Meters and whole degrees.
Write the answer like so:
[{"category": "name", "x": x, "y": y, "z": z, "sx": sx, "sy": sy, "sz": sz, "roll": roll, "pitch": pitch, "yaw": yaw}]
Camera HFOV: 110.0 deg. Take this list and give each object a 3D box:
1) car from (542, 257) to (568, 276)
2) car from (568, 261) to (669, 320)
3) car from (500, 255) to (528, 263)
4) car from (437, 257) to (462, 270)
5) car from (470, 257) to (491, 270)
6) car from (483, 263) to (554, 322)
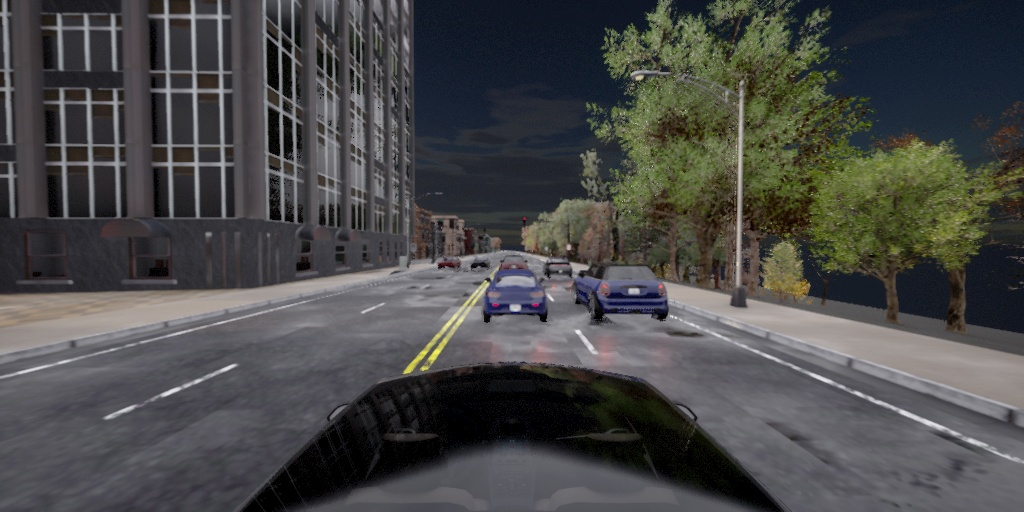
[{"category": "car", "x": 3.384, "y": 0.827, "z": 27.219, "sx": 2.128, "sy": 1.511, "sz": 4.902, "roll": 0, "pitch": 1, "yaw": 0}, {"category": "car", "x": 3.353, "y": 0.937, "z": 11.938, "sx": 2.097, "sy": 1.767, "sz": 4.553, "roll": 0, "pitch": 1, "yaw": 0}, {"category": "car", "x": 0.131, "y": 0.693, "z": 26.939, "sx": 2.097, "sy": 1.767, "sz": 4.553, "roll": 0, "pitch": 1, "yaw": 0}, {"category": "car", "x": -6.513, "y": 0.765, "z": 37.733, "sx": 1.895, "sy": 1.301, "sz": 4.718, "roll": 0, "pitch": 1, "yaw": 0}, {"category": "car", "x": -3.263, "y": 0.765, "z": 37.756, "sx": 1.895, "sy": 1.301, "sz": 4.718, "roll": 0, "pitch": 1, "yaw": 0}, {"category": "car", "x": 0.101, "y": 1.116, "z": 11.480, "sx": 1.812, "sy": 1.442, "sz": 4.674, "roll": 0, "pitch": 1, "yaw": 0}]
